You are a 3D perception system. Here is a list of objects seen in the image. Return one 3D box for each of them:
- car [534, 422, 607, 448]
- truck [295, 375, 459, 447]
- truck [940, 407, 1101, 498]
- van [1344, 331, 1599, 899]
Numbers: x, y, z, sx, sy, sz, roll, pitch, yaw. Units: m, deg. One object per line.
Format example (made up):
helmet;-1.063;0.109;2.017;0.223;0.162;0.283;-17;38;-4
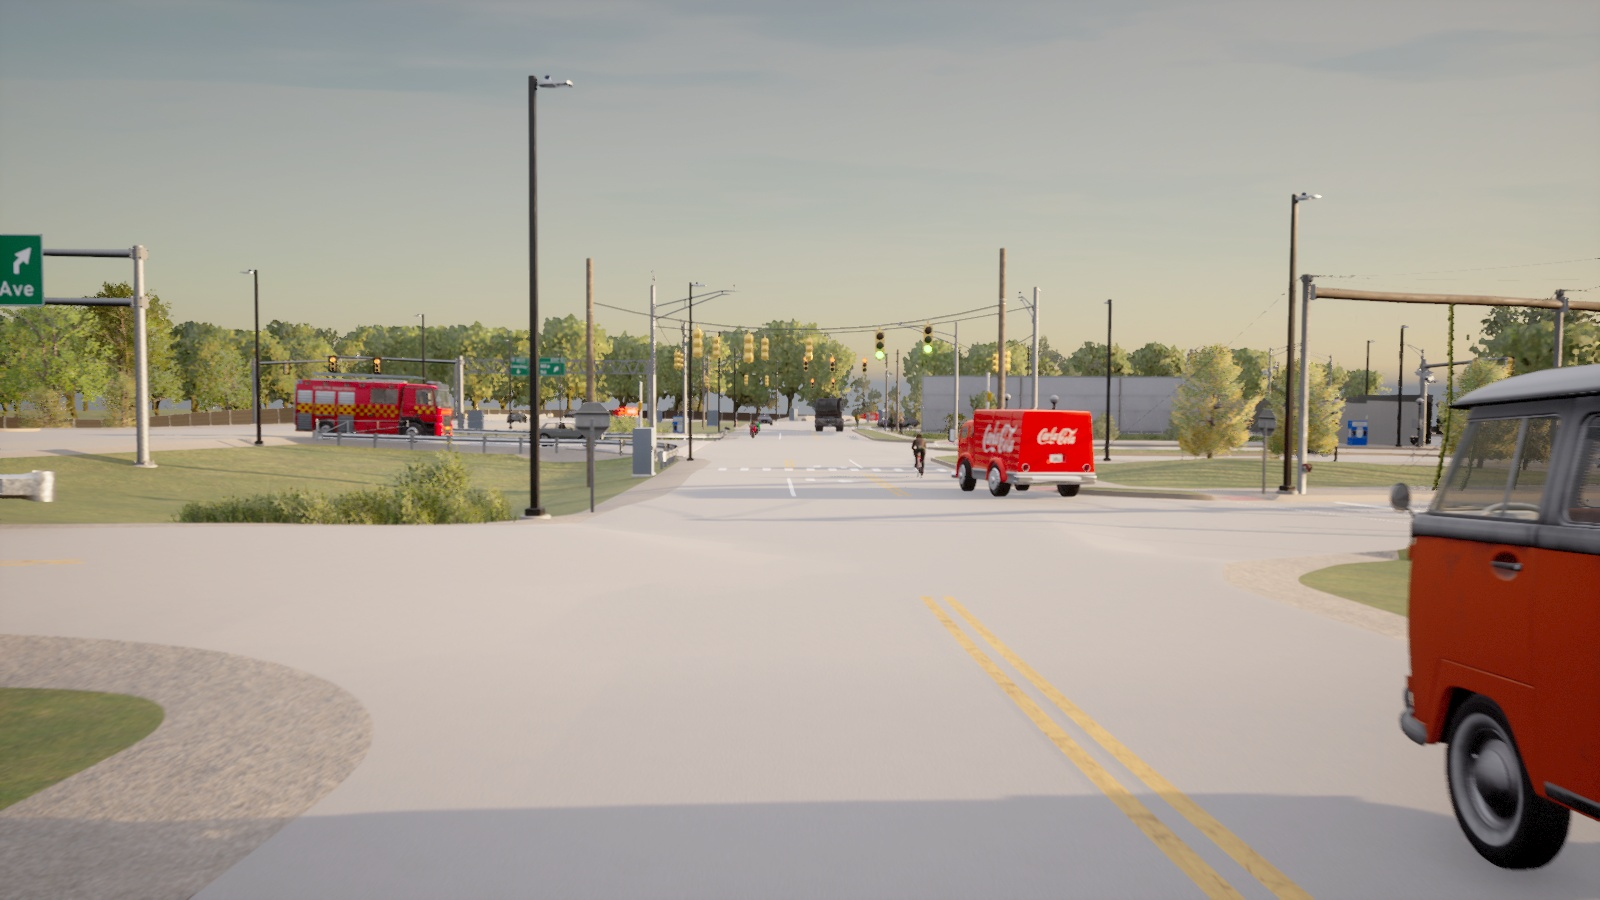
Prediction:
car;-13.377;-0.879;73.280;3.806;1.475;1.970;0;2;4
truck;-24.553;-2.283;73.182;8.468;3.827;2.891;2;2;-1
truck;6.294;-0.003;36.655;2.627;2.467;5.204;0;2;-15
van;3.493;0.599;3.771;1.775;1.987;4.442;0;-1;0
